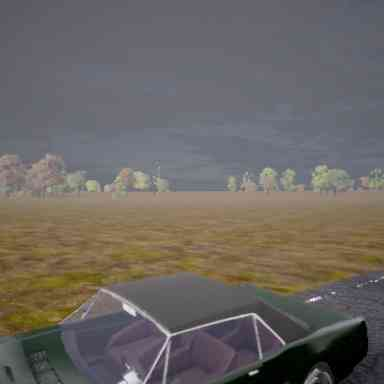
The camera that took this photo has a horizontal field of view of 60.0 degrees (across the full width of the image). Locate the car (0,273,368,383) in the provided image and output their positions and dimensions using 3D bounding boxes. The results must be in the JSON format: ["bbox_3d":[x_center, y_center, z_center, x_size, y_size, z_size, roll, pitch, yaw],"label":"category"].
[{"bbox_3d":[-0.452,1.601,3.055,4.718,1.301,1.895,0,0,-36],"label":"car"}]
